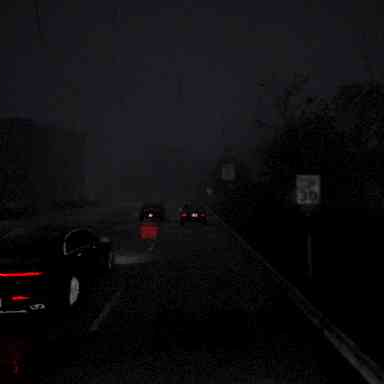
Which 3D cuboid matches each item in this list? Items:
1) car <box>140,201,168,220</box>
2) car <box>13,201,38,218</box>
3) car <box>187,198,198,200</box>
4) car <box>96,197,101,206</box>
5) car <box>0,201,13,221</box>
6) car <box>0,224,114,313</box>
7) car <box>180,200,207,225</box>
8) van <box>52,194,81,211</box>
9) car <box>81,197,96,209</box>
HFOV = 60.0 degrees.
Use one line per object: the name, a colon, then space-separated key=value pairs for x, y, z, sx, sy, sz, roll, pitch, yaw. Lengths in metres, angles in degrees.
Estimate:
car: x=-3.153 y=1.512 z=27.732 sx=1.837 sy=1.490 sz=4.892 roll=0 pitch=0 yaw=0
car: x=-15.530 y=1.505 z=29.850 sx=2.002 sy=1.452 sz=4.674 roll=0 pitch=0 yaw=0
car: x=0.094 y=1.502 z=42.599 sx=2.128 sy=1.511 sz=4.902 roll=0 pitch=0 yaw=0
car: x=-15.605 y=1.515 z=51.889 sx=2.002 sy=1.452 sz=4.674 roll=-2 pitch=0 yaw=0
car: x=-15.514 y=1.337 z=24.228 sx=2.185 sy=1.767 sz=4.553 roll=0 pitch=0 yaw=0
car: x=-3.151 y=1.507 z=7.695 sx=1.837 sy=1.490 sz=4.892 roll=0 pitch=0 yaw=0
car: x=0.091 y=1.553 z=24.158 sx=2.033 sy=1.411 sz=5.357 roll=0 pitch=0 yaw=0
van: x=-15.557 y=1.244 z=40.781 sx=1.878 sy=1.987 sz=4.442 roll=0 pitch=0 yaw=0
car: x=-15.573 y=1.502 z=46.393 sx=2.163 sy=1.488 sz=4.792 roll=0 pitch=0 yaw=0
